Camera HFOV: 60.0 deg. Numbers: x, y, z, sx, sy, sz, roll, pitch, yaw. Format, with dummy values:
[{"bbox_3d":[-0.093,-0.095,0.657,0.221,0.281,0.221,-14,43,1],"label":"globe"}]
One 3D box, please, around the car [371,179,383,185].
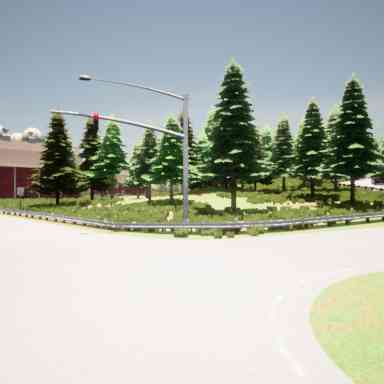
[{"bbox_3d":[29.049,-1.916,51.482,1.837,1.490,4.892,0,5,21],"label":"car"}]
